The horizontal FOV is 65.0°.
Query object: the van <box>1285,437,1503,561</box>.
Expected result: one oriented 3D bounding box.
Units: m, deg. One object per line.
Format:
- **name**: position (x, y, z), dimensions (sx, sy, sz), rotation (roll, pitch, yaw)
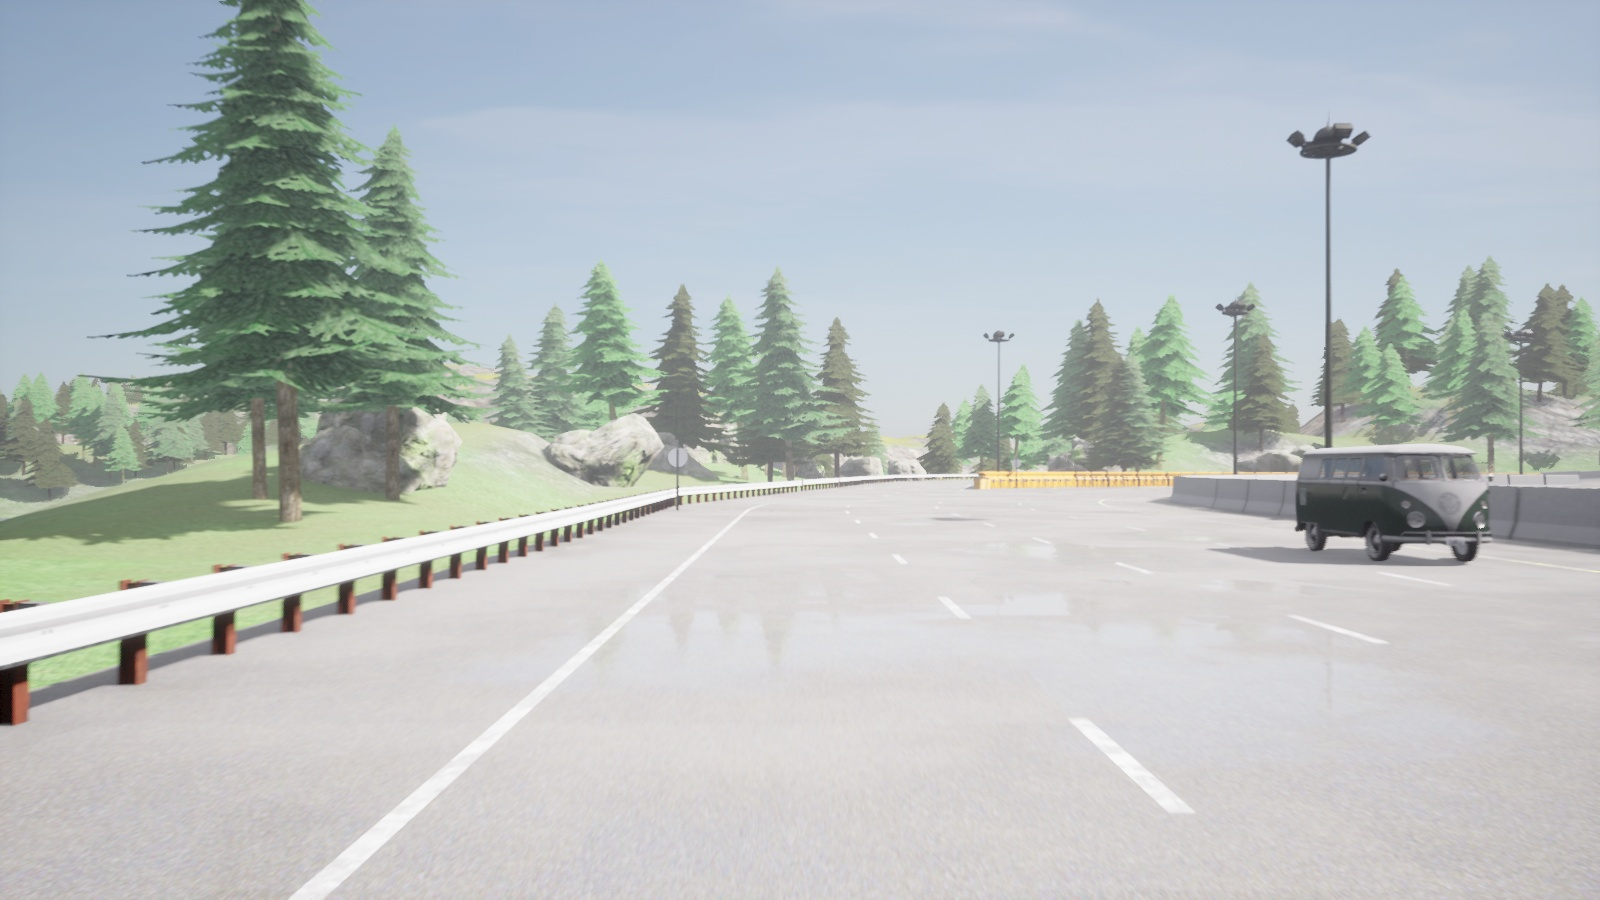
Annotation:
- **van**: position (10.446, 0.823, 22.487), dimensions (1.775, 1.987, 4.442), rotation (0, -1, 0)
